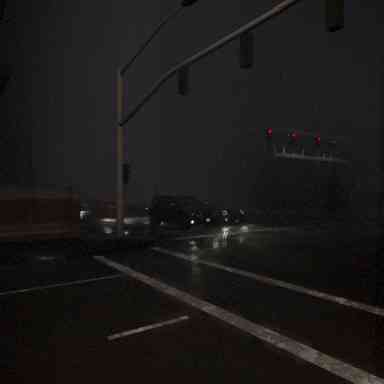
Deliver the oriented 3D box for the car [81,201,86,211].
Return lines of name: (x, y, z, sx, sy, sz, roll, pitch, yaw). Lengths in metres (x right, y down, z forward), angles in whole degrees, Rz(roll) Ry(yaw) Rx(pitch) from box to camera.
car: (-14.773, 1.525, 40.429, 1.812, 1.442, 4.674, 0, 0, -35)

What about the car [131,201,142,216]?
car: (-4.830, 1.601, 32.573, 1.895, 1.301, 4.718, 0, 0, -36)

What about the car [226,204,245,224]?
car: (1.630, 1.352, 23.684, 2.097, 1.767, 4.553, 0, 0, -37)

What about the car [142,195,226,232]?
car: (-0.699, 1.223, 20.827, 2.150, 2.045, 5.566, 0, 0, -36)

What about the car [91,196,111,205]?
car: (-16.830, 1.477, 61.608, 1.882, 1.535, 5.008, 0, 0, -36)

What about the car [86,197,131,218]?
car: (-7.811, 1.477, 30.725, 1.882, 1.535, 5.008, 0, 0, -36)
